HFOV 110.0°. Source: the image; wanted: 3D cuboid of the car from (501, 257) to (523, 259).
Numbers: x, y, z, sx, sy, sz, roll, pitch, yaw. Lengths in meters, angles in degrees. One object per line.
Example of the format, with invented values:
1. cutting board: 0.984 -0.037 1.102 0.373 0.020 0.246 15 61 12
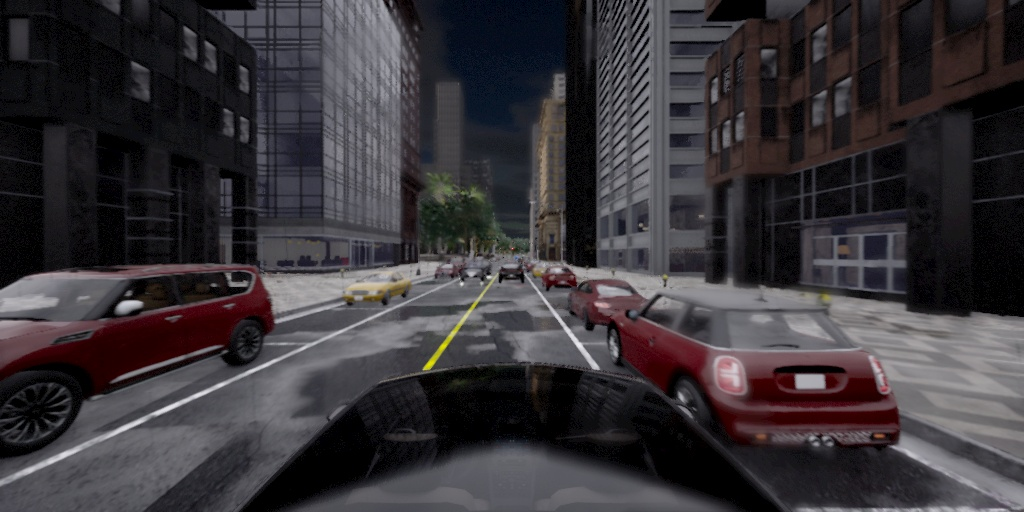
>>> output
1. car: -0.023 1.199 41.972 1.882 1.535 5.008 0 0 0

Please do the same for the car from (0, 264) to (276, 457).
1. car: -5.766 1.067 5.246 2.192 1.841 5.009 0 0 0

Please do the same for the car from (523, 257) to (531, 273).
1. car: 2.687 1.158 43.233 1.967 1.591 4.097 0 0 0

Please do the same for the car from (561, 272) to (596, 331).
1. car: 2.749 1.320 10.683 1.802 1.307 4.207 0 0 0

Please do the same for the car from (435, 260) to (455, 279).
1. car: -5.818 1.313 32.376 1.802 1.307 4.207 0 0 0

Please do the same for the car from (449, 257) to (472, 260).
1. car: -5.827 1.043 37.802 2.192 1.841 5.009 0 0 0

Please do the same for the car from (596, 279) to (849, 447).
1. car: 2.759 1.184 5.259 1.967 1.591 4.097 0 0 0

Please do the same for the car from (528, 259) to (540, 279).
1. car: 2.708 1.248 32.553 1.751 1.417 4.829 0 0 0

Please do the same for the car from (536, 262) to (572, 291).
1. car: 2.728 1.274 21.533 1.888 1.381 4.507 0 0 0

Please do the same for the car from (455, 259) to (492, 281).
1. car: -3.055 1.222 29.551 2.128 1.511 4.902 0 0 0

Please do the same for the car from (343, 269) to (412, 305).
1. car: -5.786 1.267 15.928 1.751 1.417 4.829 0 0 0

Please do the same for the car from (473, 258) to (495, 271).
1. car: -3.066 1.233 37.978 1.837 1.490 4.892 0 0 0

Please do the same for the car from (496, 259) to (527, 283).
1. car: -0.015 1.206 27.537 1.882 1.535 5.008 0 0 1
